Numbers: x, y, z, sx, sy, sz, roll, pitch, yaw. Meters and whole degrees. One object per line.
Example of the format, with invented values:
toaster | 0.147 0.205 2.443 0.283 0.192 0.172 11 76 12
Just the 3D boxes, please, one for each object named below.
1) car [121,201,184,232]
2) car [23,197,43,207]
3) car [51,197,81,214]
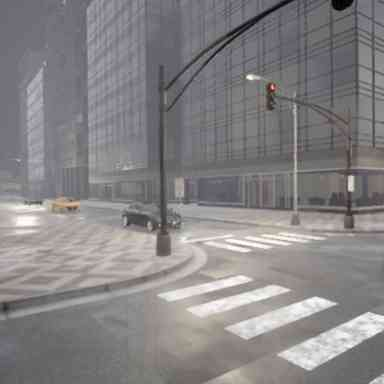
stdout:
car | -2.406 1.338 19.181 1.837 1.490 4.892 -1 2 -38
car | -22.680 1.319 47.502 1.895 1.301 4.718 -1 1 -36
car | -12.731 1.296 33.510 1.882 1.535 5.008 -1 1 -35
